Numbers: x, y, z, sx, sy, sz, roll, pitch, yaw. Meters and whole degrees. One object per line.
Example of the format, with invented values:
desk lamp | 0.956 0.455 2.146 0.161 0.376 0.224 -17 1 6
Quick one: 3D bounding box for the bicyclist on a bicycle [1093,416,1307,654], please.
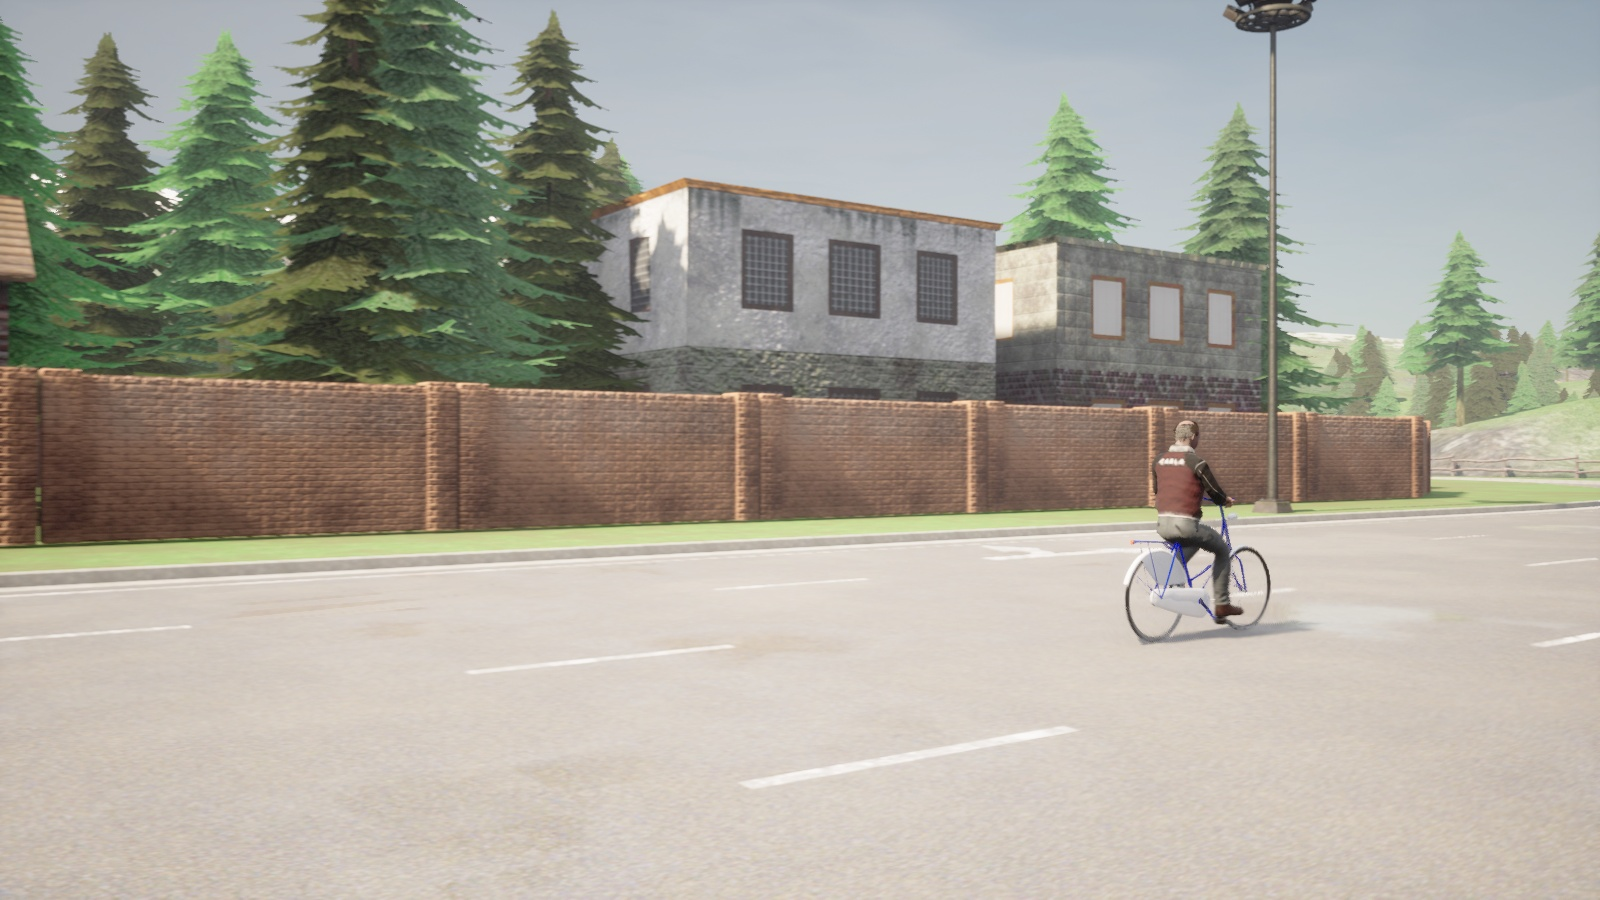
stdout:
bicyclist on a bicycle | 3.274 0.633 10.202 1.843 1.776 0.659 0 0 -35
